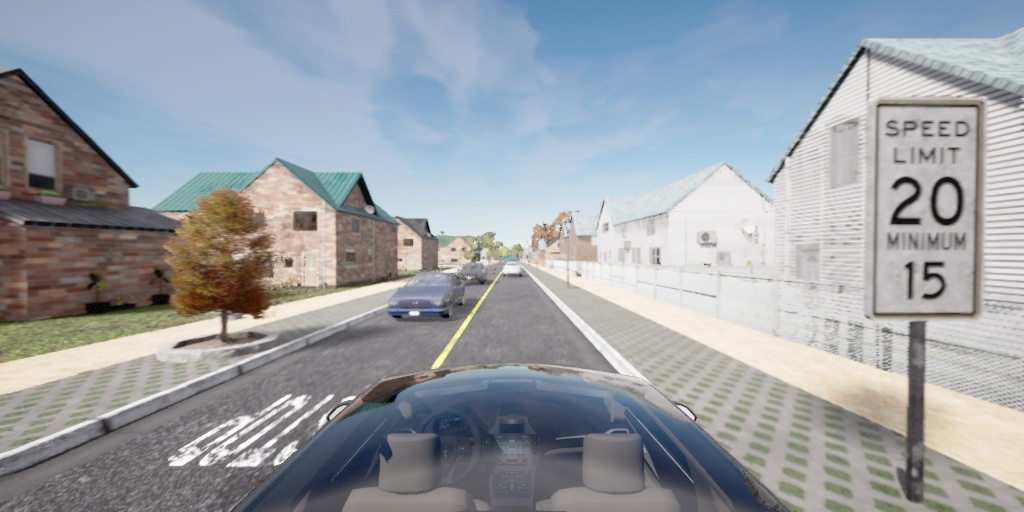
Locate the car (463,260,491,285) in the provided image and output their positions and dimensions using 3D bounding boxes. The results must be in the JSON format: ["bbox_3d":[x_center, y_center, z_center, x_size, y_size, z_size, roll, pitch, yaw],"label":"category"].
[{"bbox_3d":[-2.821,1.262,26.304,1.837,1.490,4.892,0,0,0],"label":"car"}]

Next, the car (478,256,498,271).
[{"bbox_3d":[-2.722,0.754,39.919,2.097,1.767,4.553,0,0,0],"label":"car"}]

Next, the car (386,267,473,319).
[{"bbox_3d":[-2.842,1.293,13.113,2.033,1.411,5.357,0,0,0],"label":"car"}]

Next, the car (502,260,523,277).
[{"bbox_3d":[0.025,1.300,35.503,1.812,1.442,4.674,0,0,0],"label":"car"}]
